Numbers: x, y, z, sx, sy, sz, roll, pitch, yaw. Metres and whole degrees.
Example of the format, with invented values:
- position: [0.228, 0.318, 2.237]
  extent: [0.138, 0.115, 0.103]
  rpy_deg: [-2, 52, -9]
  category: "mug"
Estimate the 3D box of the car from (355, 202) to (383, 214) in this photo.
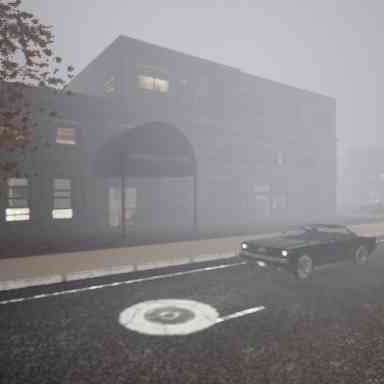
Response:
- position: [22.827, 2.103, 40.574]
  extent: [1.947, 1.339, 4.313]
  rpy_deg: [-1, 0, -36]
  category: "car"

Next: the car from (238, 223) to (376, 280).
- position: [3.689, 1.663, 10.347]
  extent: [4.718, 1.301, 1.895]
  rpy_deg: [0, 0, -36]
  category: "car"

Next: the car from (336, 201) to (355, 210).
- position: [24.868, 2.160, 52.309]
  extent: [2.008, 1.369, 4.403]
  rpy_deg: [-1, 0, -36]
  category: "car"
